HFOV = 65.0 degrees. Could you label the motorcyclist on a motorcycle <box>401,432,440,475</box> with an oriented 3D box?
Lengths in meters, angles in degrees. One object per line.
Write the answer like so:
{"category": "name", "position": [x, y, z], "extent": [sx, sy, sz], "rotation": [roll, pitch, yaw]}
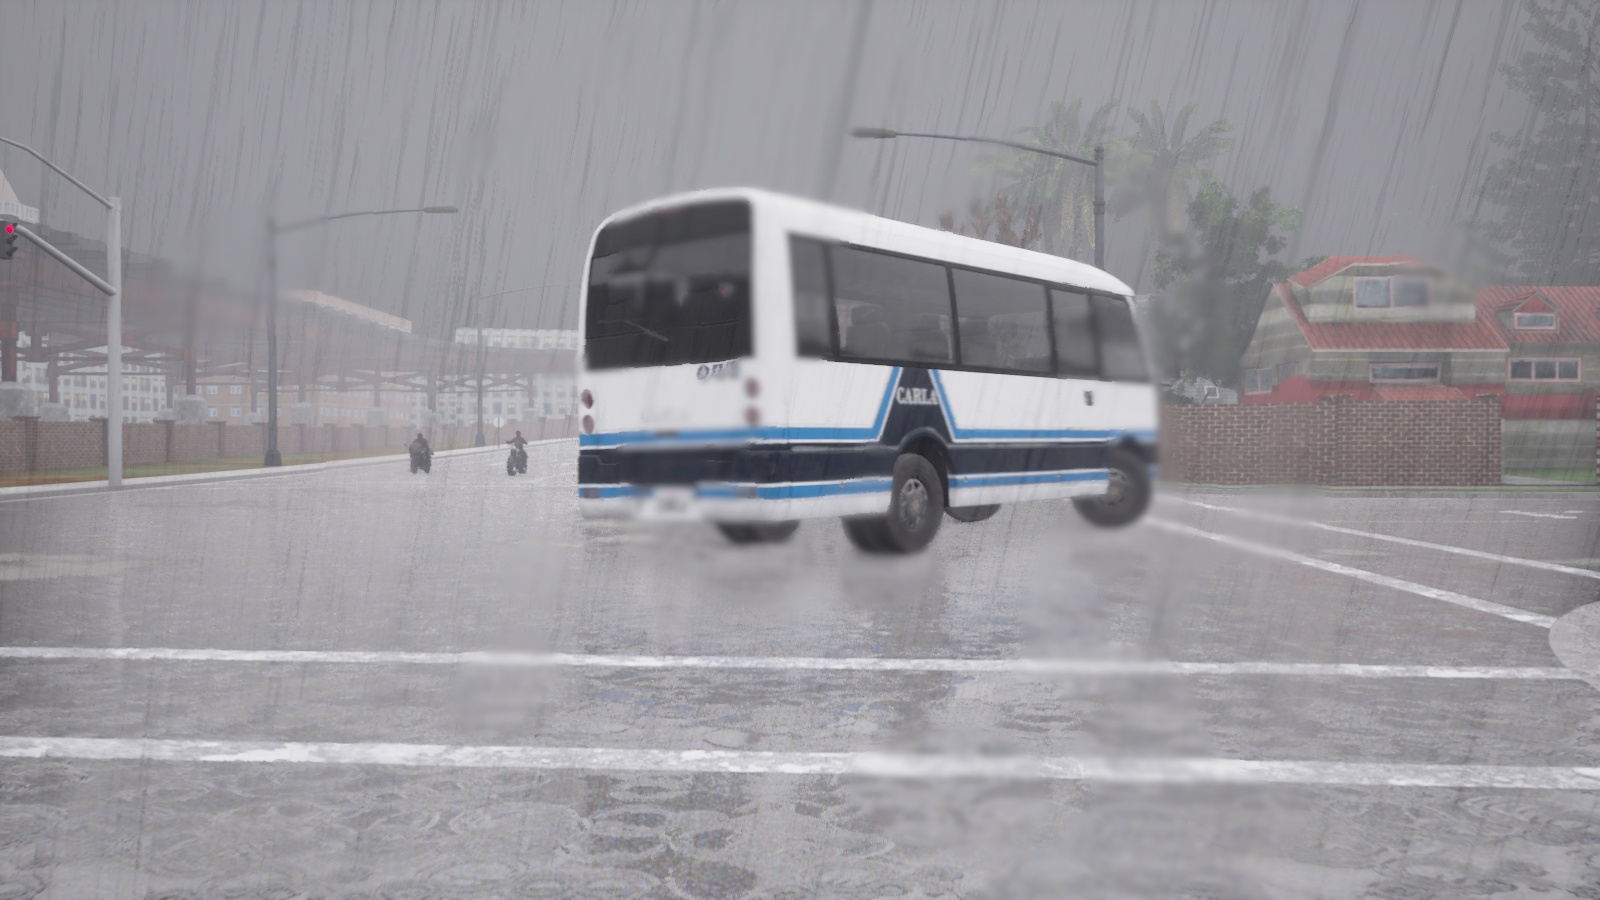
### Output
{"category": "motorcyclist on a motorcycle", "position": [-13.735, 0.114, 45.491], "extent": [0.797, 1.523, 2.044], "rotation": [0, 1, 0]}

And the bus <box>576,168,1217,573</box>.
{"category": "bus", "position": [2.067, -0.836, 18.348], "extent": [3.944, 4.253, 10.273], "rotation": [-1, 0, 41]}

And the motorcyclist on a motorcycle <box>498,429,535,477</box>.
{"category": "motorcyclist on a motorcycle", "position": [-10.236, 0.085, 45.407], "extent": [0.766, 1.649, 2.350], "rotation": [0, 1, 0]}
